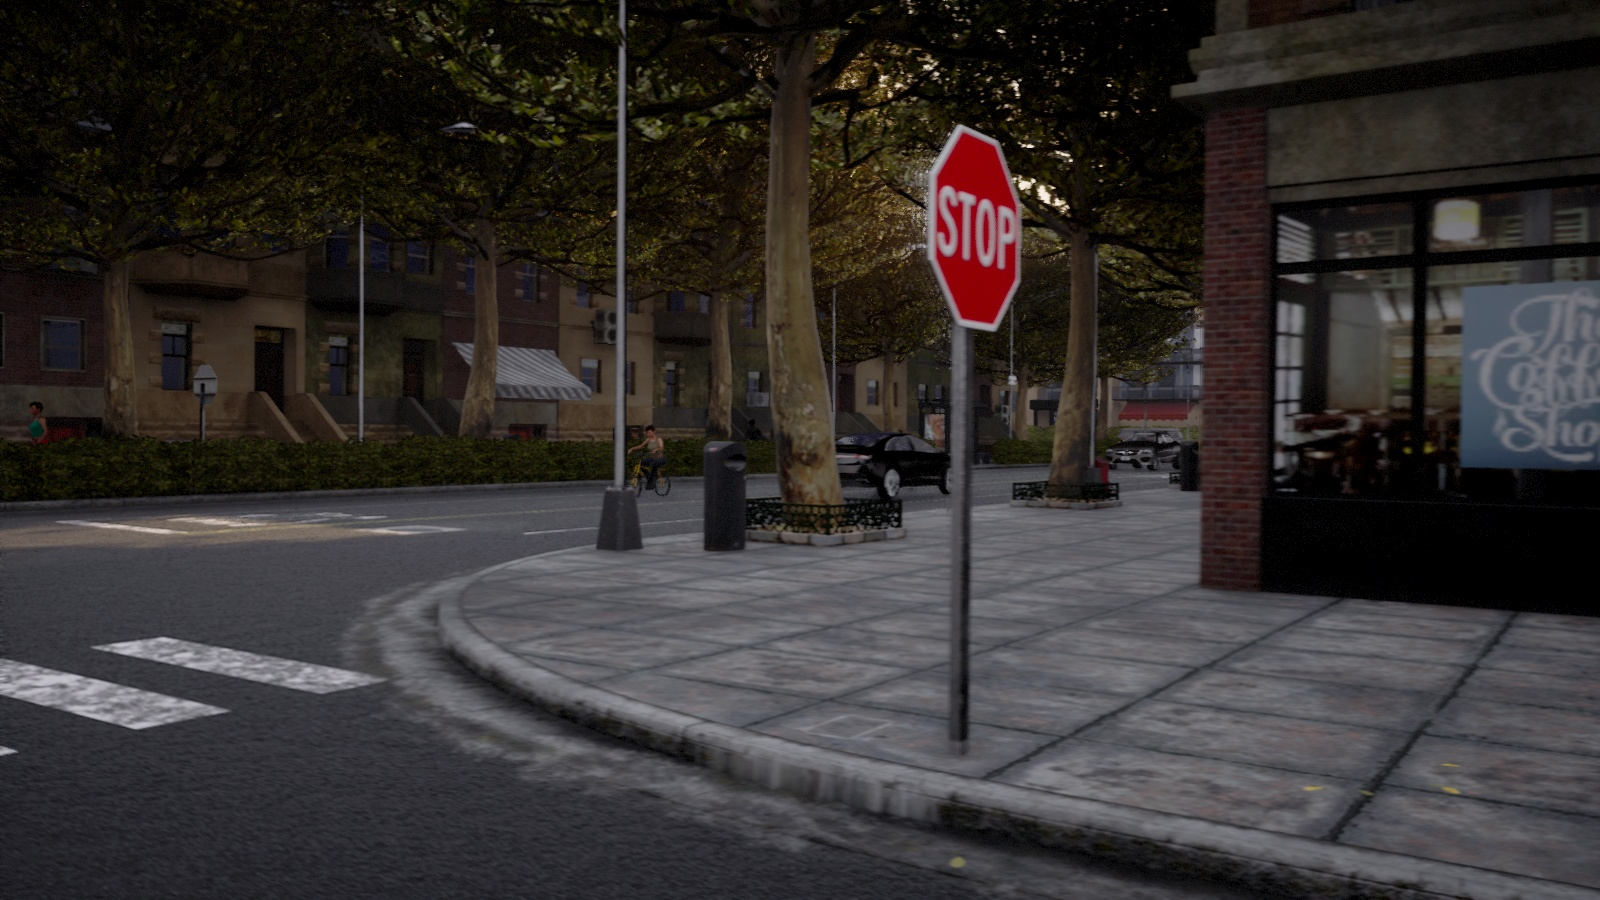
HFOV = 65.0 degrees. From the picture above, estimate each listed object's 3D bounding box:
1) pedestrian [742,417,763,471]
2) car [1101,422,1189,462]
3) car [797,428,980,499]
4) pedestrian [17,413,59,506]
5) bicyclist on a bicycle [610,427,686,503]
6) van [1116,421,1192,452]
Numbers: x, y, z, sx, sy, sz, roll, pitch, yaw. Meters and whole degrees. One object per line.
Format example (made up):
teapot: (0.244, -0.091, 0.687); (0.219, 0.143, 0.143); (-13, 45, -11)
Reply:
pedestrian: (-1.689, -0.217, 44.986); (0.395, 1.930, 0.692); (0, 1, 35)
car: (15.126, -0.380, 54.838); (2.152, 1.651, 5.027); (0, 1, 34)
car: (2.206, 0.257, 29.794); (2.128, 1.511, 4.902); (0, 1, 34)
pedestrian: (-15.194, 0.177, 25.045); (0.345, 1.836, 0.594); (0, 1, 36)
bicyclist on a bicycle: (-3.366, 0.314, 27.830); (0.866, 1.612, 1.509); (0, 1, 35)
van: (23.263, -0.861, 82.603); (4.442, 1.987, 1.775); (0, 1, 41)
